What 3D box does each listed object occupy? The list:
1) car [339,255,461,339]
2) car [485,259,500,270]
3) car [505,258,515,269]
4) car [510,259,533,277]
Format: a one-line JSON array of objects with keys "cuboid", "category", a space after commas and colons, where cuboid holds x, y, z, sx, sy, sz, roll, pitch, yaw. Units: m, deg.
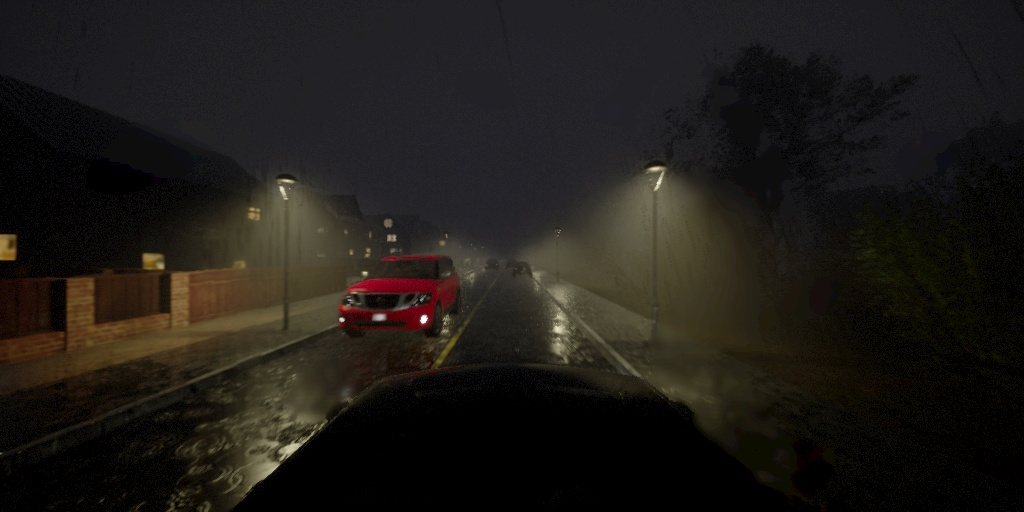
[{"cuboid": [-2.848, 0.971, 10.476, 2.150, 2.045, 5.566, 0, 0, 0], "category": "car"}, {"cuboid": [-2.801, 1.210, 51.873, 1.882, 1.535, 5.008, 0, 0, 1], "category": "car"}, {"cuboid": [0.003, 1.208, 54.958, 1.882, 1.535, 5.008, 0, 0, 0], "category": "car"}, {"cuboid": [0.959, 1.267, 34.682, 1.812, 1.442, 4.674, 0, 0, 0], "category": "car"}]
